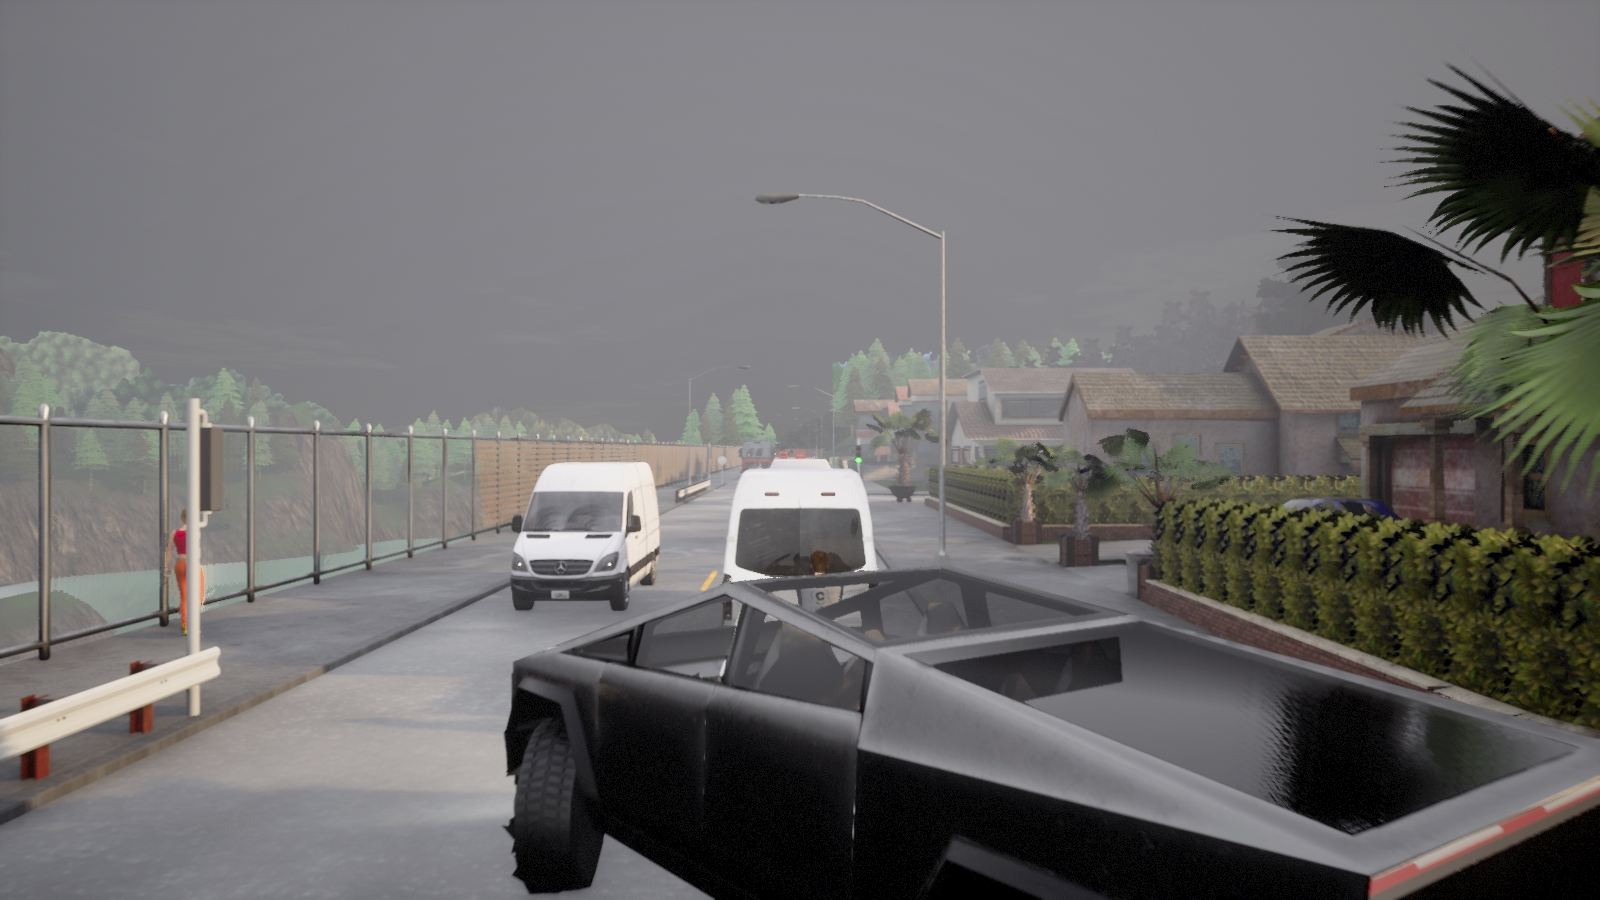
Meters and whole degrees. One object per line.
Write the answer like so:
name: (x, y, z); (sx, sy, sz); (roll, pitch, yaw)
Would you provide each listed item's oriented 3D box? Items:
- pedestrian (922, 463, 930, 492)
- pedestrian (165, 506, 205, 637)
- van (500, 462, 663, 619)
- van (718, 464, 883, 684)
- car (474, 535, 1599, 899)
pedestrian: (8.019, 1.736, 72.740); (0.375, 1.860, 0.375); (0, 0, -10)
pedestrian: (-8.874, 1.744, 16.498); (0.375, 1.860, 0.375); (0, 0, -1)
van: (-3.993, 1.534, 21.981); (1.988, 2.561, 5.915); (0, 0, 0)
van: (0.005, 1.535, 16.758); (1.988, 2.561, 5.915); (0, 0, 0)
car: (0.520, 1.753, 6.222); (2.390, 2.098, 6.274); (0, 0, -36)
